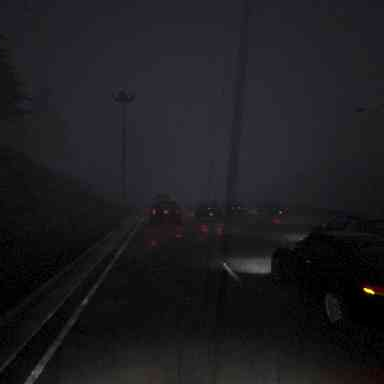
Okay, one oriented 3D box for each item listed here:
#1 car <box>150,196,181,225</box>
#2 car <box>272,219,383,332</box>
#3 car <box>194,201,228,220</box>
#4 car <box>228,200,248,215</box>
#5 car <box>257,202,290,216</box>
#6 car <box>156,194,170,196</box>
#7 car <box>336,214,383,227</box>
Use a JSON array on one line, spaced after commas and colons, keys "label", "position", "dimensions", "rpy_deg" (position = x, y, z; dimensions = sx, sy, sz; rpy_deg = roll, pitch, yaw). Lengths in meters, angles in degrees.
[{"label": "car", "position": [-1.928, 1.373, 24.199], "dimensions": [2.097, 1.767, 4.553], "rpy_deg": [0, 0, -5]}, {"label": "car", "position": [3.096, 1.514, 6.738], "dimensions": [1.812, 1.442, 4.674], "rpy_deg": [0, 0, -4]}, {"label": "car", "position": [1.258, 1.499, 27.817], "dimensions": [2.128, 1.511, 4.902], "rpy_deg": [0, 0, -5]}, {"label": "car", "position": [4.209, 1.543, 33.812], "dimensions": [2.033, 1.411, 5.357], "rpy_deg": [0, 0, -6]}, {"label": "car", "position": [7.853, 1.578, 32.491], "dimensions": [1.895, 1.301, 4.718], "rpy_deg": [0, 0, -5]}, {"label": "car", "position": [-3.642, 1.259, 41.455], "dimensions": [2.150, 2.045, 5.566], "rpy_deg": [0, 0, -7]}, {"label": "car", "position": [6.203, 1.524, 12.098], "dimensions": [2.033, 1.411, 5.357], "rpy_deg": [0, 0, -5]}]
